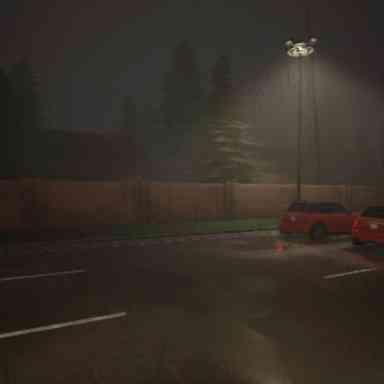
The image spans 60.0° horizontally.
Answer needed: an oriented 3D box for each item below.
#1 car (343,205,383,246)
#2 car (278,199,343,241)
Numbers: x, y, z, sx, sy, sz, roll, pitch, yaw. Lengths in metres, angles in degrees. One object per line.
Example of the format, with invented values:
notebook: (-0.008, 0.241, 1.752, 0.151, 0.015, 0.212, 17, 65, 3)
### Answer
car: (8.497, 1.277, 13.180, 4.553, 1.767, 2.097, 0, 1, -29)
car: (6.421, 1.230, 16.031, 4.553, 1.767, 2.097, 0, 1, -29)
